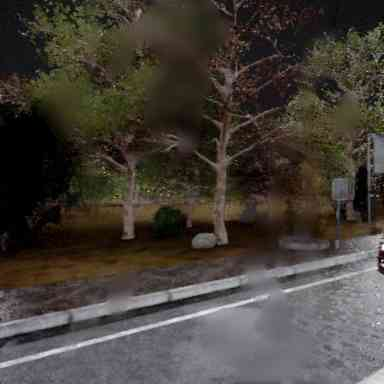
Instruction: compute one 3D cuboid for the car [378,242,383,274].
[{"bbox_3d":[6.933,1.335,8.834,4.553,1.767,2.097,0,0,-35],"label":"car"}]
